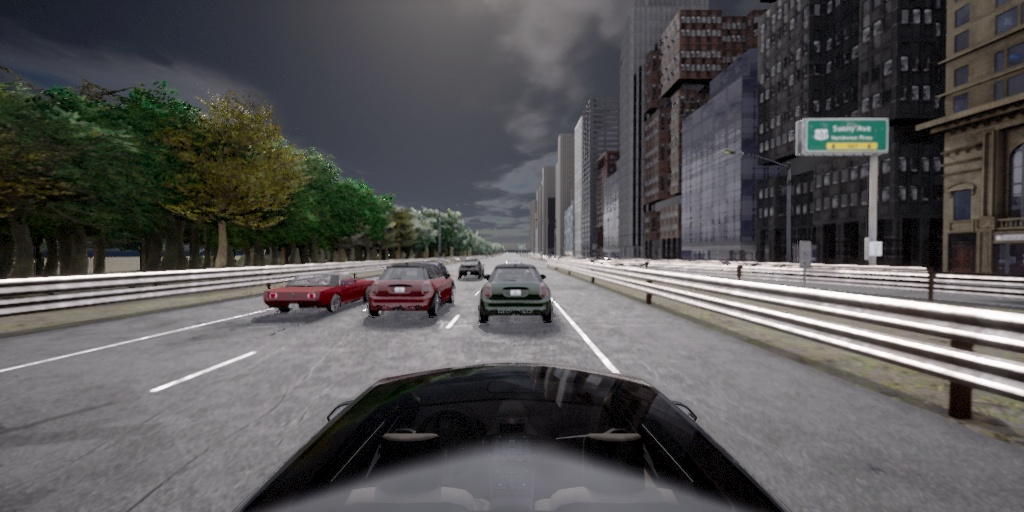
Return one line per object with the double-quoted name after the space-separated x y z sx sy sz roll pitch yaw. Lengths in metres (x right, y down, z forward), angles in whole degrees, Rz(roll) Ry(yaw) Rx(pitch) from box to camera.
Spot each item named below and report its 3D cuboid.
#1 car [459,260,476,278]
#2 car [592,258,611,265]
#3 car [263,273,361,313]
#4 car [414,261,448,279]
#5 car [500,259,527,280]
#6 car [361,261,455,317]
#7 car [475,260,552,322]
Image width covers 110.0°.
-3.390 1.087 30.621 1.837 1.490 4.892 0 0 0 "car"
12.503 1.062 51.872 1.837 1.490 4.892 0 0 -16 "car"
-6.902 1.279 13.555 1.895 1.301 4.718 0 0 0 "car"
-6.888 1.143 31.083 1.994 1.385 4.181 0 0 0 "car"
0.113 1.074 30.543 2.128 1.511 4.902 0 0 0 "car"
-3.396 1.034 12.986 2.097 1.767 4.553 0 0 0 "car"
0.104 1.037 12.122 2.097 1.767 4.553 0 0 0 "car"
